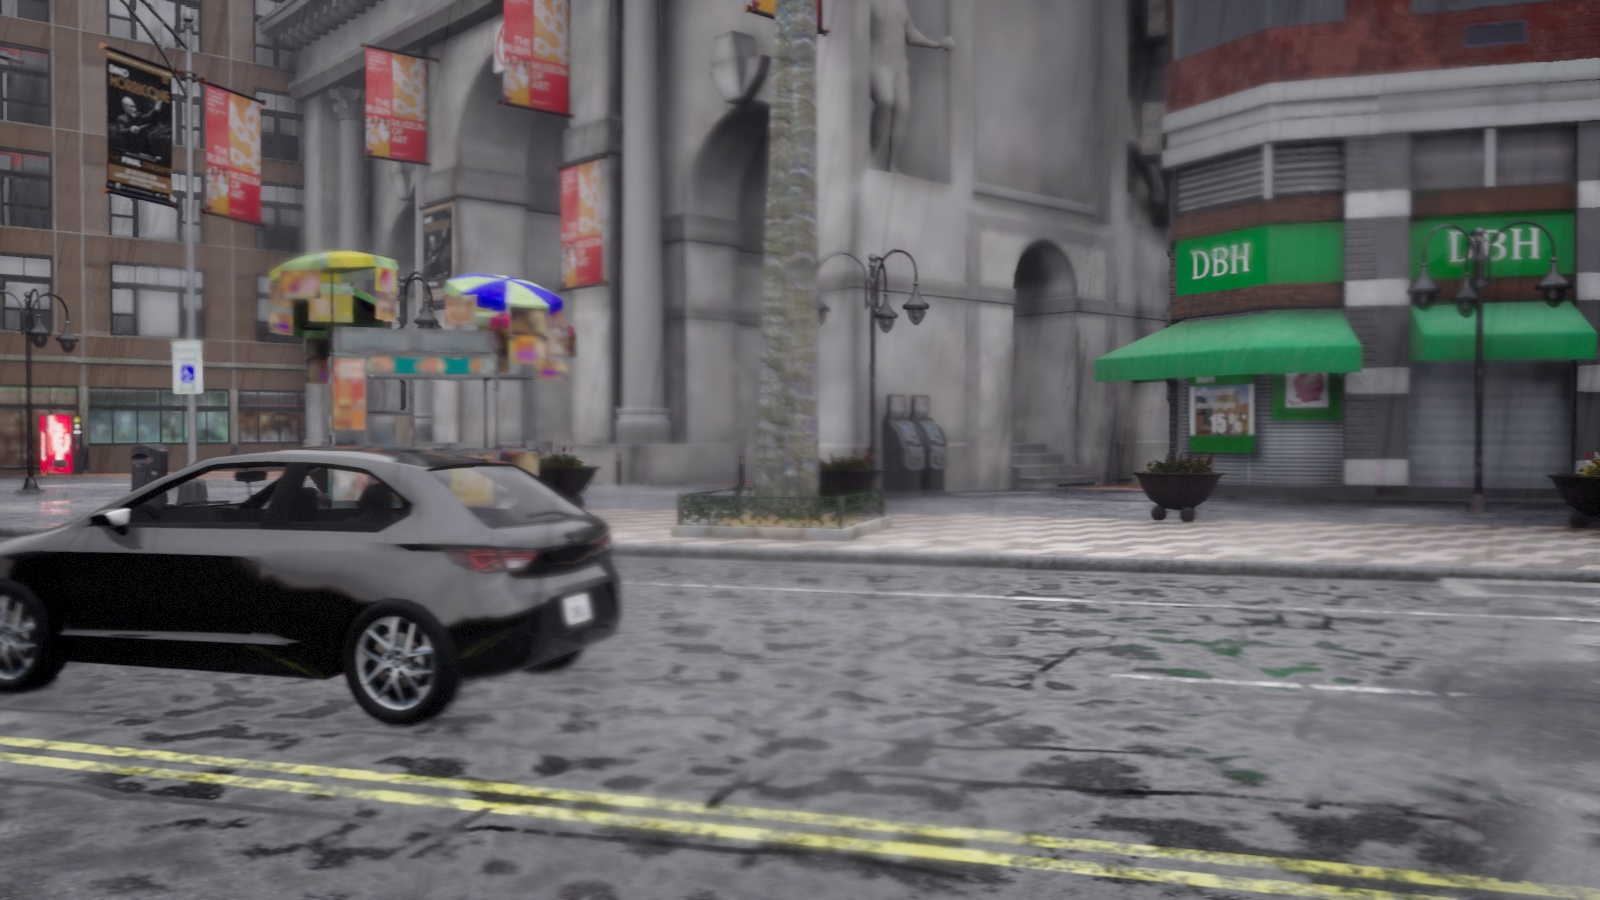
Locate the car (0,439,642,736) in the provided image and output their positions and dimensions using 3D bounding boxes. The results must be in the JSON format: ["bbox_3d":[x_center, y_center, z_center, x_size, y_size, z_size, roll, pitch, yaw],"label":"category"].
[{"bbox_3d":[-3.301,0.691,7.901,4.193,1.474,1.816,1,1,18],"label":"car"}]
